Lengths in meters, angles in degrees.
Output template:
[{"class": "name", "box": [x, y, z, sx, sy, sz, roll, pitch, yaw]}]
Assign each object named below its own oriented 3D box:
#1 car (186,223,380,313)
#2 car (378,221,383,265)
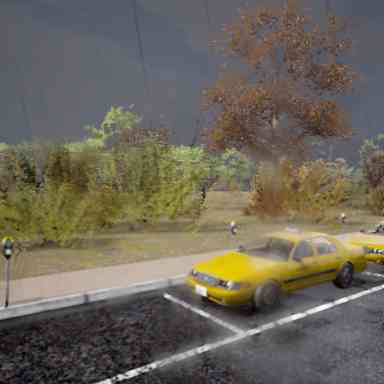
[{"class": "car", "box": [2.136, 1.515, 7.610, 4.829, 1.417, 1.752, 0, 1, -35]}, {"class": "car", "box": [6.644, 1.505, 10.823, 4.829, 1.417, 1.752, 0, 1, -35]}]
